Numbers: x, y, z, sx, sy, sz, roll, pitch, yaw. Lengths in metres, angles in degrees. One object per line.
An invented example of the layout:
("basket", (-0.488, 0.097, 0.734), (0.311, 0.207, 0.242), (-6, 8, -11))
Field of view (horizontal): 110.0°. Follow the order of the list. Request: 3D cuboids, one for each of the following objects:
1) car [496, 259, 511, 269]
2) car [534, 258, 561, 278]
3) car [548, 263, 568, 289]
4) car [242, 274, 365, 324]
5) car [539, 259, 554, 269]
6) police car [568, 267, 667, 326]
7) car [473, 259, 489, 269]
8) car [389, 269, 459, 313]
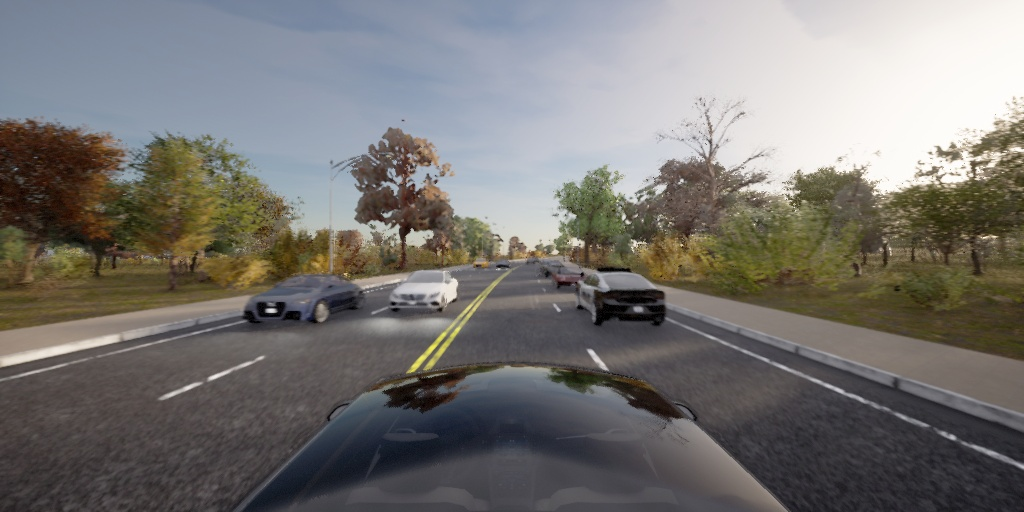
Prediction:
("car", (-1.269, 1.216, 55.191), (2.033, 1.411, 5.357), (0, 0, 5))
("car", (3.772, 1.215, 34.103), (2.128, 1.511, 4.902), (0, 0, -5))
("car", (3.554, 1.339, 22.742), (1.895, 1.301, 4.718), (0, 0, 2))
("car", (-6.508, 1.292, 11.713), (1.994, 1.385, 4.181), (0, 0, 1))
("car", (5.291, 1.171, 55.436), (2.128, 1.511, 4.902), (0, 0, 4))
("police car", (3.314, 1.175, 11.900), (1.930, 1.638, 5.238), (0, 0, 1))
("car", (-4.628, 1.144, 53.927), (1.882, 1.535, 5.008), (0, 0, 5))
("car", (-3.224, 1.259, 14.060), (1.812, 1.442, 4.674), (0, 0, 1))
